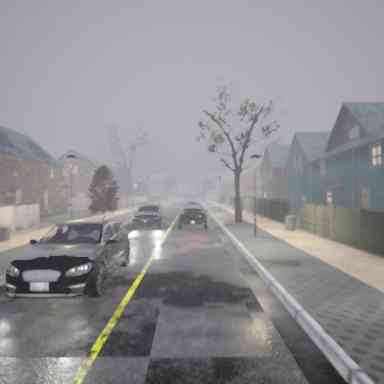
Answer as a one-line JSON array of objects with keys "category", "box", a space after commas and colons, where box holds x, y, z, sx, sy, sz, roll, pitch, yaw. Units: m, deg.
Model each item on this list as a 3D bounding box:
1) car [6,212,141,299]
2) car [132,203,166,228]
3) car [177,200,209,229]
[{"category": "car", "box": [-2.842, 1.498, 8.657, 2.128, 1.511, 4.902, 0, 0, 0]}, {"category": "car", "box": [-2.792, 1.538, 22.299, 1.837, 1.490, 4.892, 0, 0, 0]}, {"category": "car", "box": [0.063, 1.539, 22.064, 1.837, 1.490, 4.892, 0, 0, 0]}]
